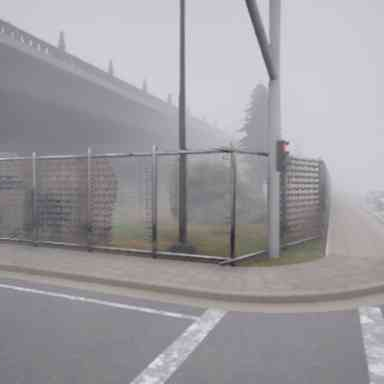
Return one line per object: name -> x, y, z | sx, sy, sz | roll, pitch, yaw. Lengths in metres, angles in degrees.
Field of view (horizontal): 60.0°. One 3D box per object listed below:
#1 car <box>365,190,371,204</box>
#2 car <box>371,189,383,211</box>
car -> 21.679, 0.508, 39.077 | 2.097, 1.767, 4.553 | 1, 1, 23
car -> 17.657, 0.704, 29.651 | 2.097, 1.767, 4.553 | 1, 1, 23
